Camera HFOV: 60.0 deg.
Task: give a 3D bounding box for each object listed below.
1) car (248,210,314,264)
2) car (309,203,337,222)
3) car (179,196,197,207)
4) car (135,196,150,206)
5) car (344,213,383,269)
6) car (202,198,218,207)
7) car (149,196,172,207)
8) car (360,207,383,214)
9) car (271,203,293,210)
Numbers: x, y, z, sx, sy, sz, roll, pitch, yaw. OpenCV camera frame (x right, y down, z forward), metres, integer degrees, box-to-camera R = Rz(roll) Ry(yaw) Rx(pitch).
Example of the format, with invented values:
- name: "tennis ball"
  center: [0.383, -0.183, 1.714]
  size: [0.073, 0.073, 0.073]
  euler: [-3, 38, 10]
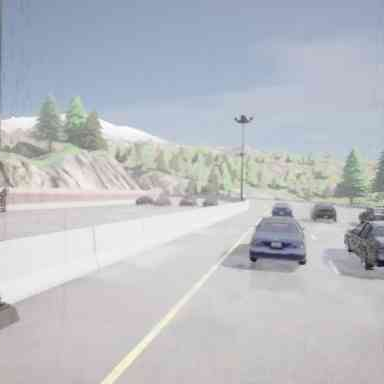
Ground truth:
- name: "car"
  center: [3.188, 1.623, 12.272]
  size: [2.033, 1.411, 5.357]
  euler: [1, 0, 16]
- name: "car"
  center: [11.578, 1.771, 29.458]
  size: [1.837, 1.490, 4.892]
  euler: [1, 0, 16]
- name: "car"
  center: [-0.579, 1.372, 52.955]
  size: [2.097, 1.767, 4.553]
  euler: [1, 0, 12]
- name: "car"
  center: [-7.581, 1.379, 53.642]
  size: [1.837, 1.490, 4.892]
  euler: [1, -1, 13]
- name: "car"
  center: [6.561, 1.694, 11.342]
  size: [2.033, 1.411, 5.357]
  euler: [1, 0, 16]
- name: "car"
  center: [2.921, 1.642, 52.450]
  size: [2.033, 1.411, 5.357]
  euler: [1, 0, 12]
- name: "car"
  center: [-4.509, 1.462, 51.402]
  size: [1.812, 1.442, 4.674]
  euler: [1, 0, 13]
- name: "car"
  center: [13.920, 1.859, 24.891]
  size: [2.033, 1.411, 5.357]
  euler: [1, 0, 16]
- name: "car"
  center: [8.528, 1.726, 31.551]
  size: [1.812, 1.442, 4.674]
  euler: [1, 0, 16]
